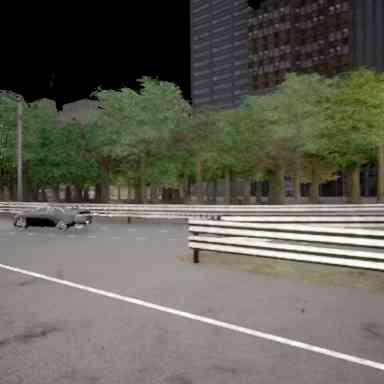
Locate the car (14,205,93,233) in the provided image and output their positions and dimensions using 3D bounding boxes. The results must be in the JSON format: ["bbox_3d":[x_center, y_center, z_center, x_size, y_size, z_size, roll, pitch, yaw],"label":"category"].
[{"bbox_3d":[-8.251,1.509,19.742,4.902,1.511,2.128,0,0,19],"label":"car"}]
